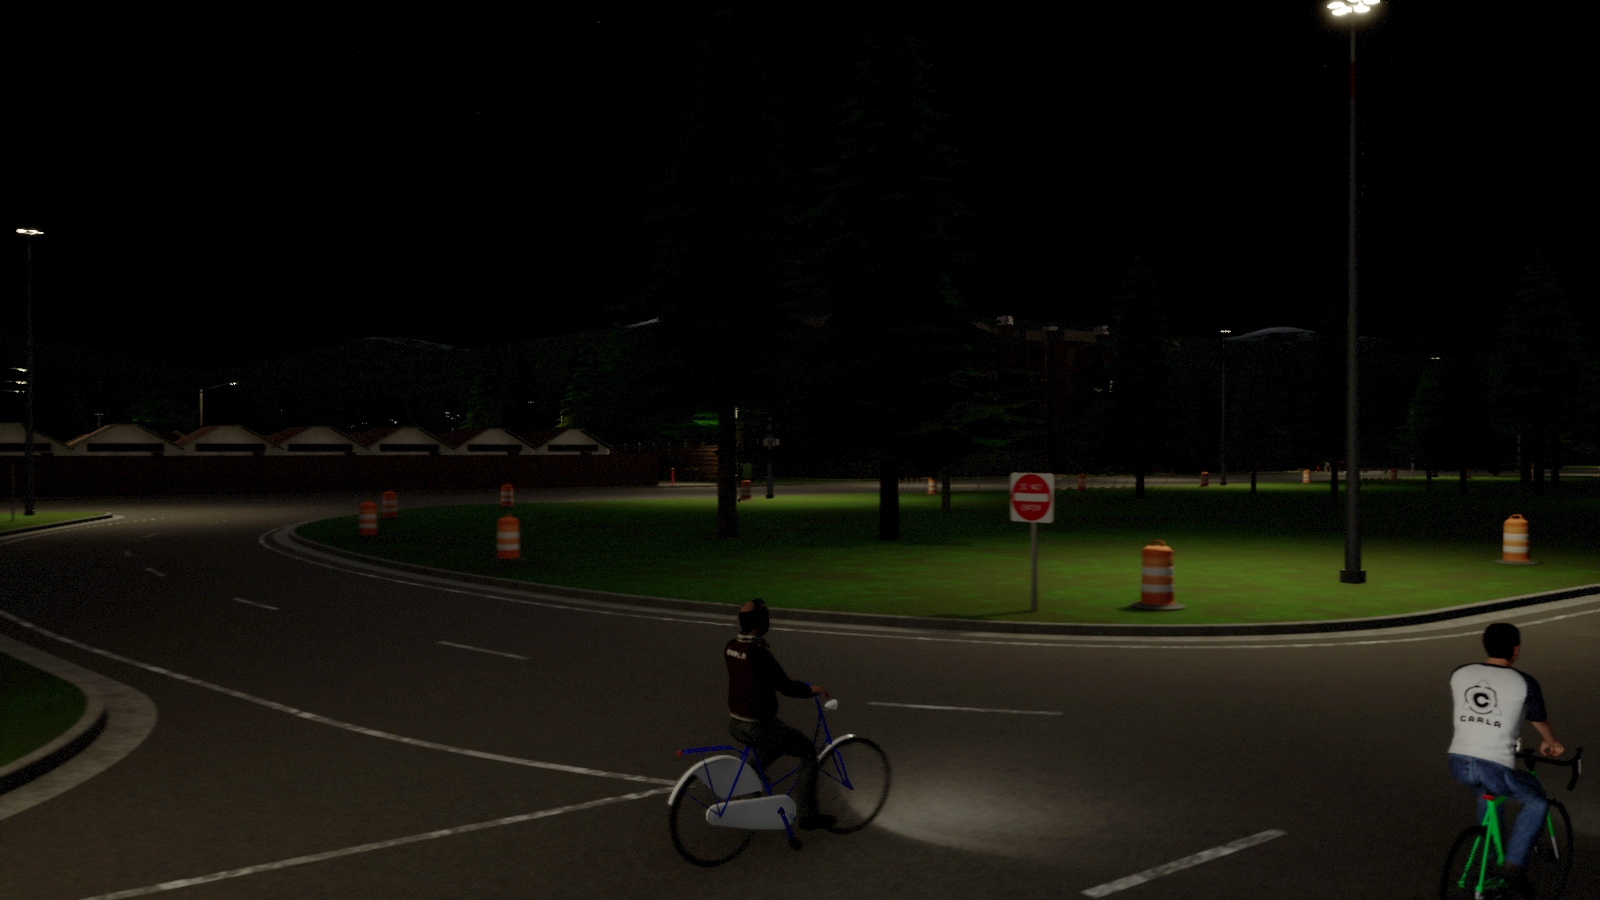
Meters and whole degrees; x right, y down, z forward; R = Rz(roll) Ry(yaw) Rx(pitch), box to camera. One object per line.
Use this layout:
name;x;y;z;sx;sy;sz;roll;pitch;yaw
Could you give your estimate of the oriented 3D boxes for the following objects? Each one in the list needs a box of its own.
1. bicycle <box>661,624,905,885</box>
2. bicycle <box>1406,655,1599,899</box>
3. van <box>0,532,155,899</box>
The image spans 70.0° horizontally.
bicycle;-0.076;2.060;8.014;1.835;1.471;0.329;0;0;-35
bicycle;4.173;2.057;6.711;1.643;1.496;0.373;1;0;-35
van;-4.032;1.535;0.959;5.915;2.561;1.988;0;0;-35
